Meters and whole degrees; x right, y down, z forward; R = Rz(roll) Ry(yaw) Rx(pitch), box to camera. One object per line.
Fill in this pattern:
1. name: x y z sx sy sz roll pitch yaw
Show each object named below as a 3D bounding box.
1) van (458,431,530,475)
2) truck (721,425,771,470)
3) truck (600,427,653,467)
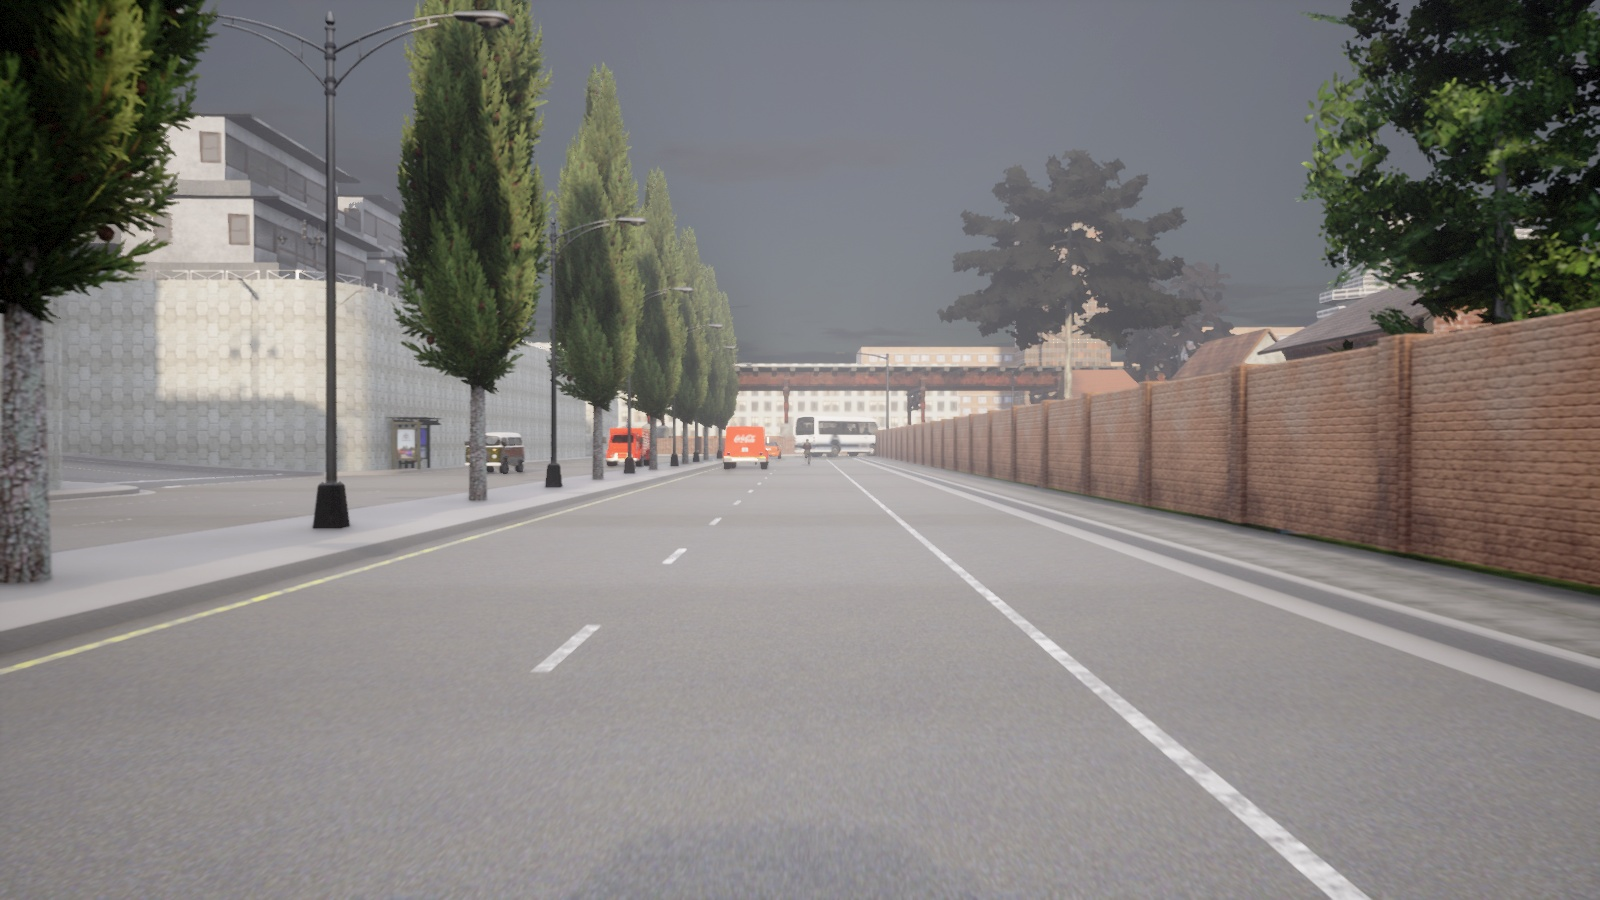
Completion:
1. van: -14.818 0.114 61.067 2.069 2.038 4.480 0 0 4
2. truck: -3.070 -0.153 72.891 2.627 2.467 5.204 0 0 0
3. truck: -11.028 -0.201 80.184 2.627 2.467 5.204 0 0 0
